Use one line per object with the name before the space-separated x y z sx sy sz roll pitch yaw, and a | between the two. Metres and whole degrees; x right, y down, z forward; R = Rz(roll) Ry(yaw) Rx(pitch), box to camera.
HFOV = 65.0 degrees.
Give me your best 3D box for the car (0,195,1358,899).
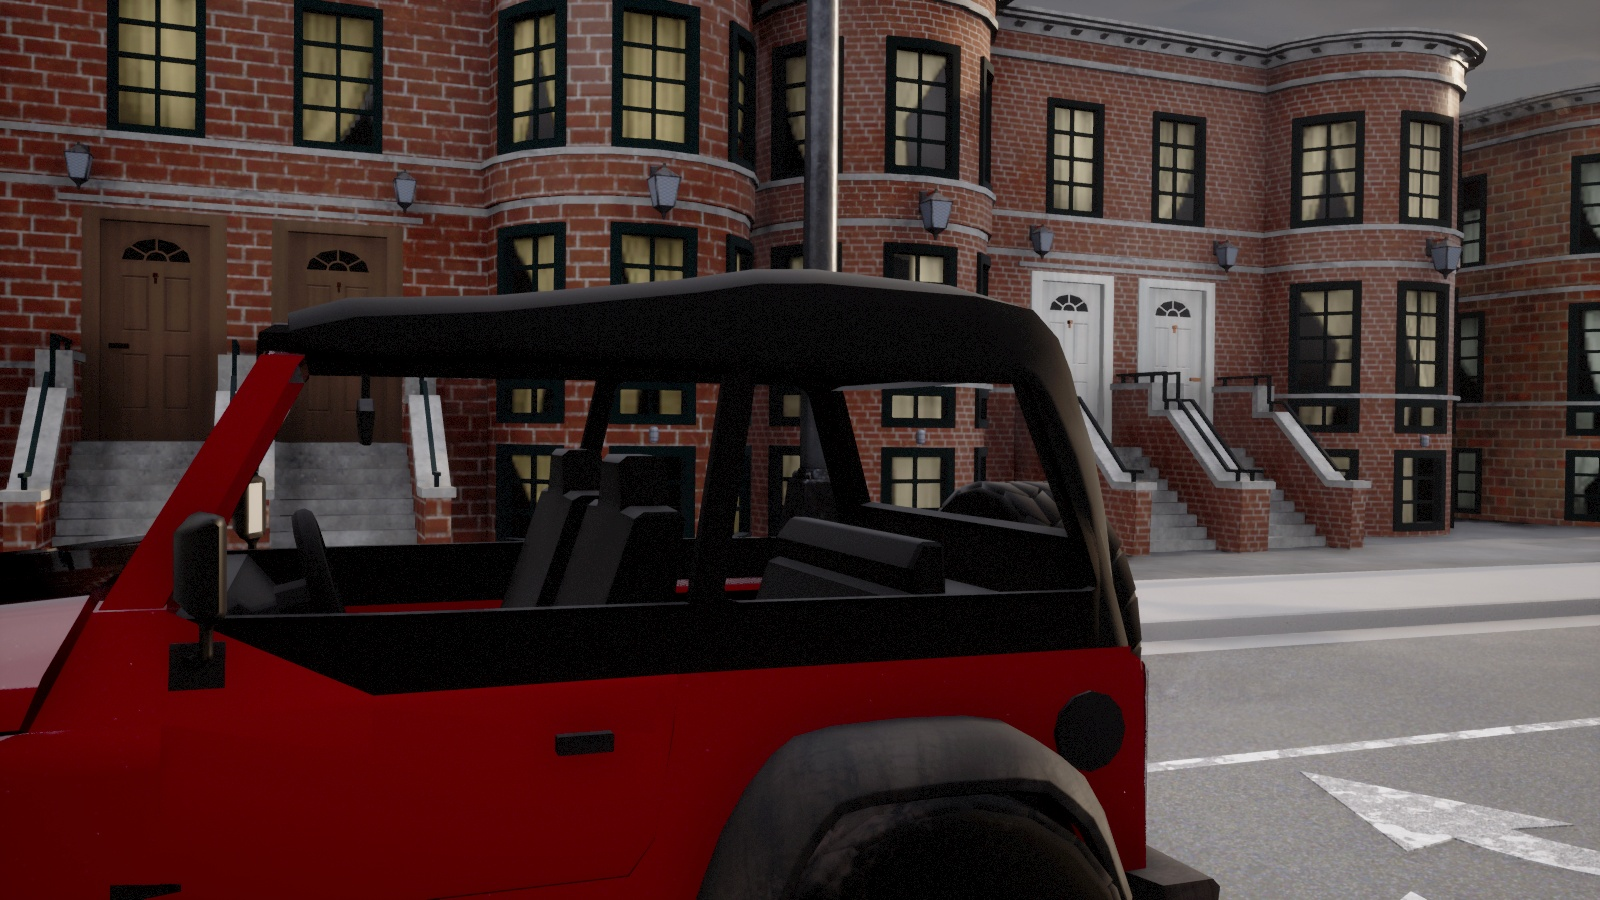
car | -0.955 0.557 2.881 3.866 1.878 1.905 -1 1 -21
